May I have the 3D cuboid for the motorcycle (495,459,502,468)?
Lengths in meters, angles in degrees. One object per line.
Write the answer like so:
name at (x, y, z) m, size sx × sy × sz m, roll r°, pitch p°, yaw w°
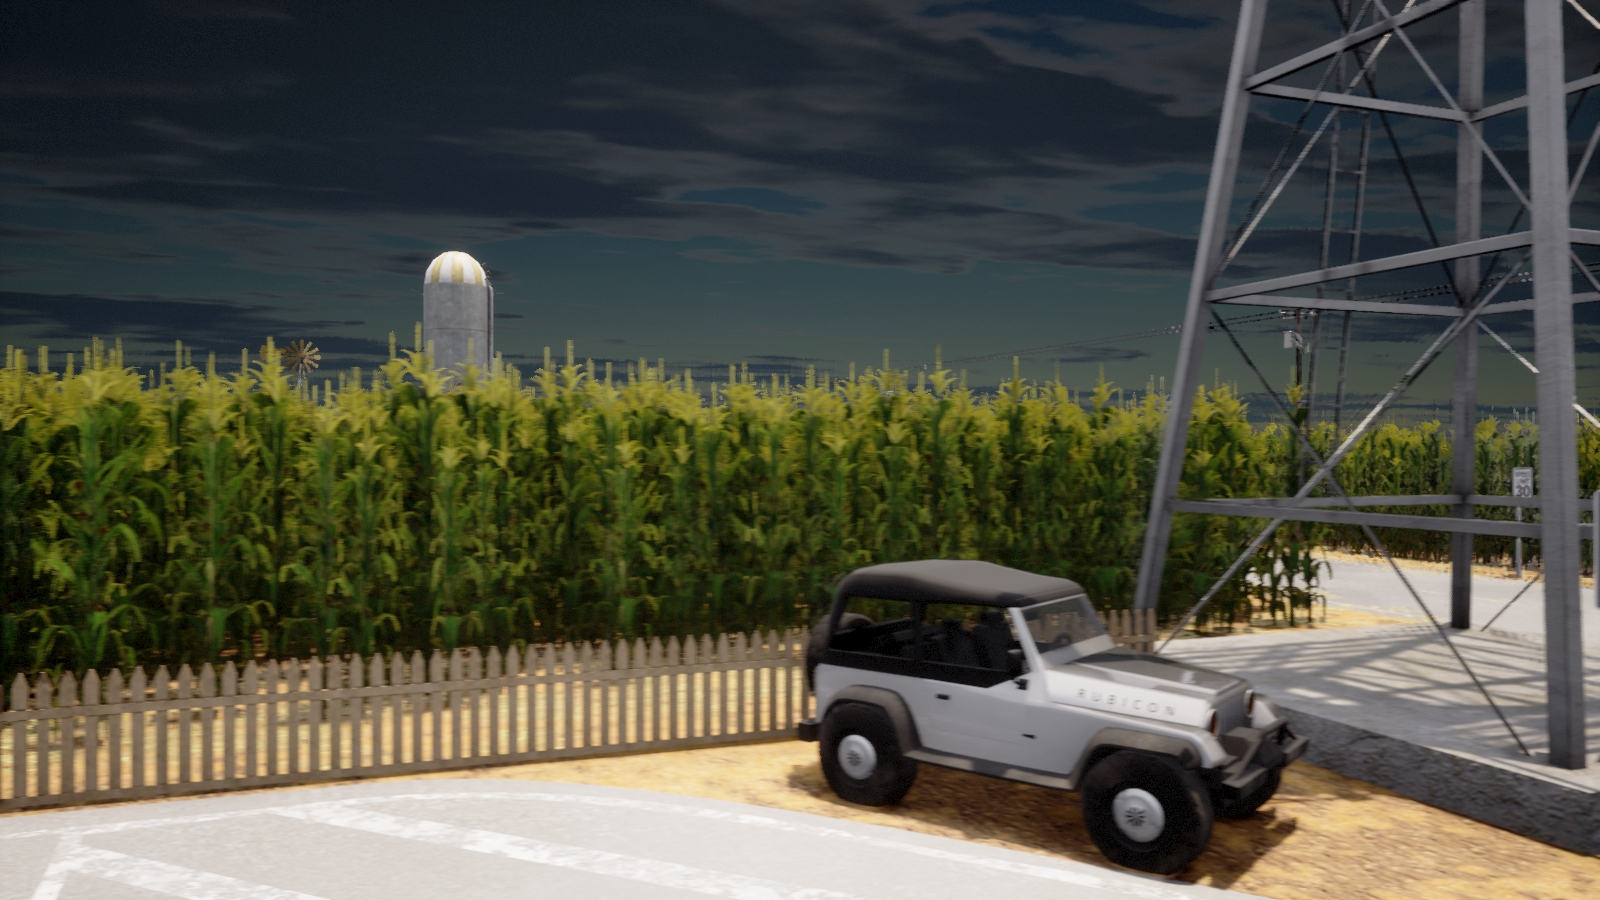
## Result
motorcycle at (-47.640, 2.155, 180.540) m, size 0.764 × 1.307 × 2.356 m, roll 0°, pitch 0°, yaw -21°
